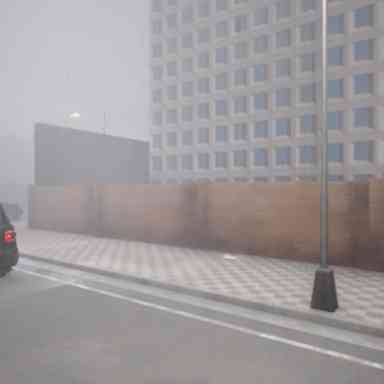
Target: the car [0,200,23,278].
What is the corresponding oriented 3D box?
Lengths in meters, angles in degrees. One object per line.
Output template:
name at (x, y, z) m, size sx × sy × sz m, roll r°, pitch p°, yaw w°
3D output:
car at (-6.797, 1.202, 8.785) m, size 5.566 × 2.045 × 2.150 m, roll 0°, pitch 0°, yaw 36°
